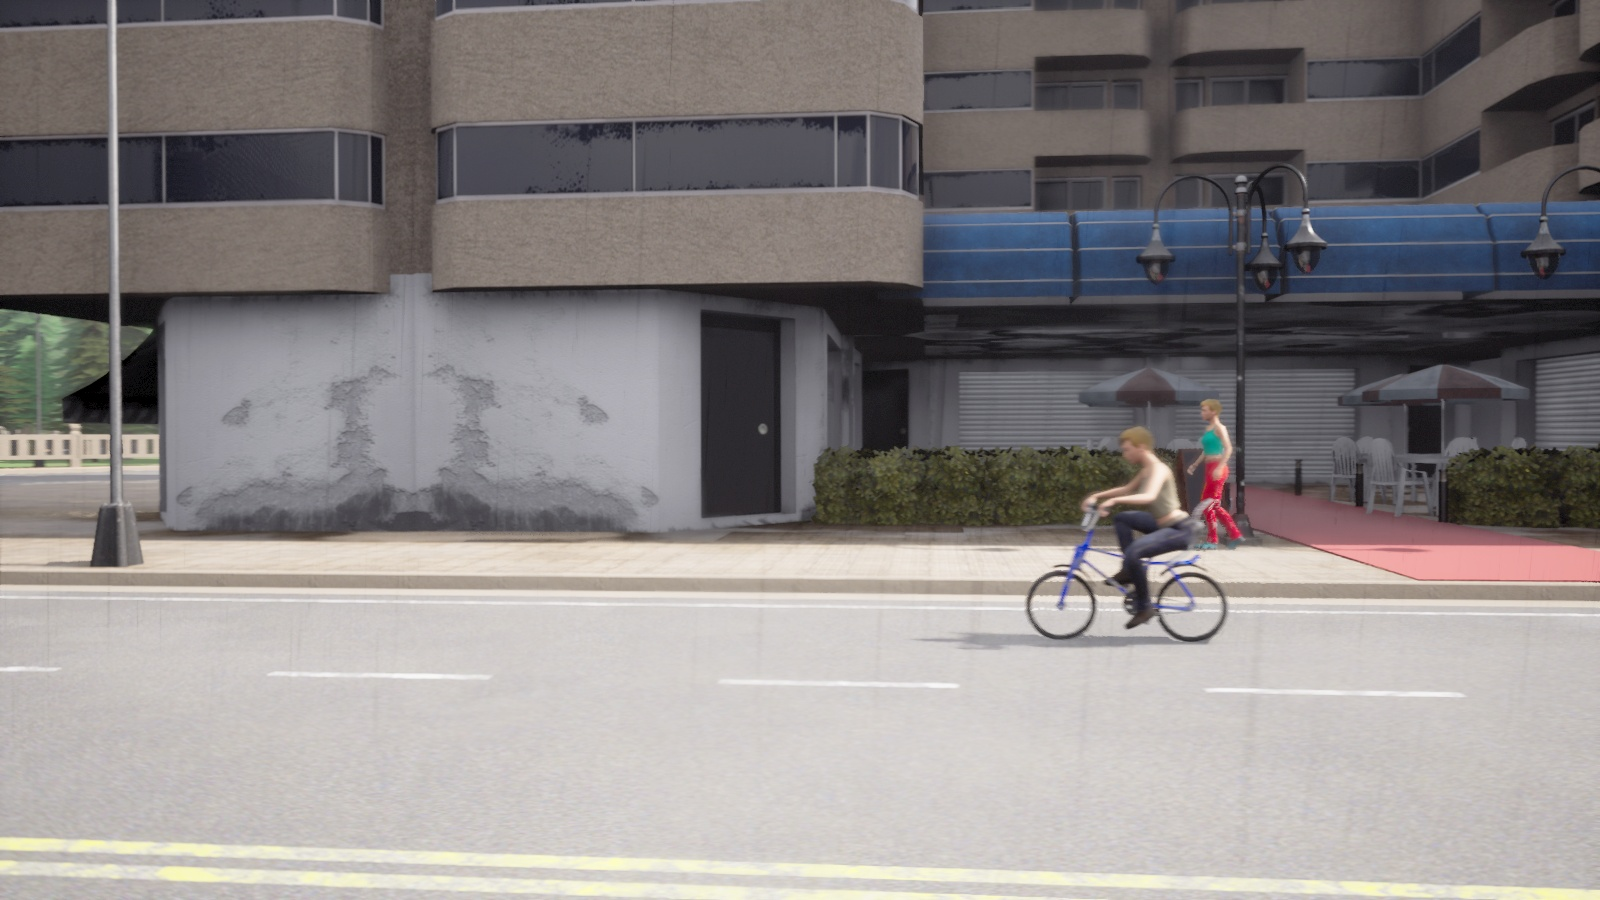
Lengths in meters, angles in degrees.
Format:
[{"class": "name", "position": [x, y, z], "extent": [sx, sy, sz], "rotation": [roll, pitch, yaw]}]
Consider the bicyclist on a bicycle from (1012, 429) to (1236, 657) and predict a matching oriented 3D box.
[{"class": "bicyclist on a bicycle", "position": [2.384, 0.651, 9.419], "extent": [1.509, 1.612, 0.866], "rotation": [0, 1, 6]}]

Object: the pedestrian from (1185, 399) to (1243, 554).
[{"class": "pedestrian", "position": [4.977, 0.310, 15.110], "extent": [0.594, 1.836, 0.345], "rotation": [0, 1, 6]}]
